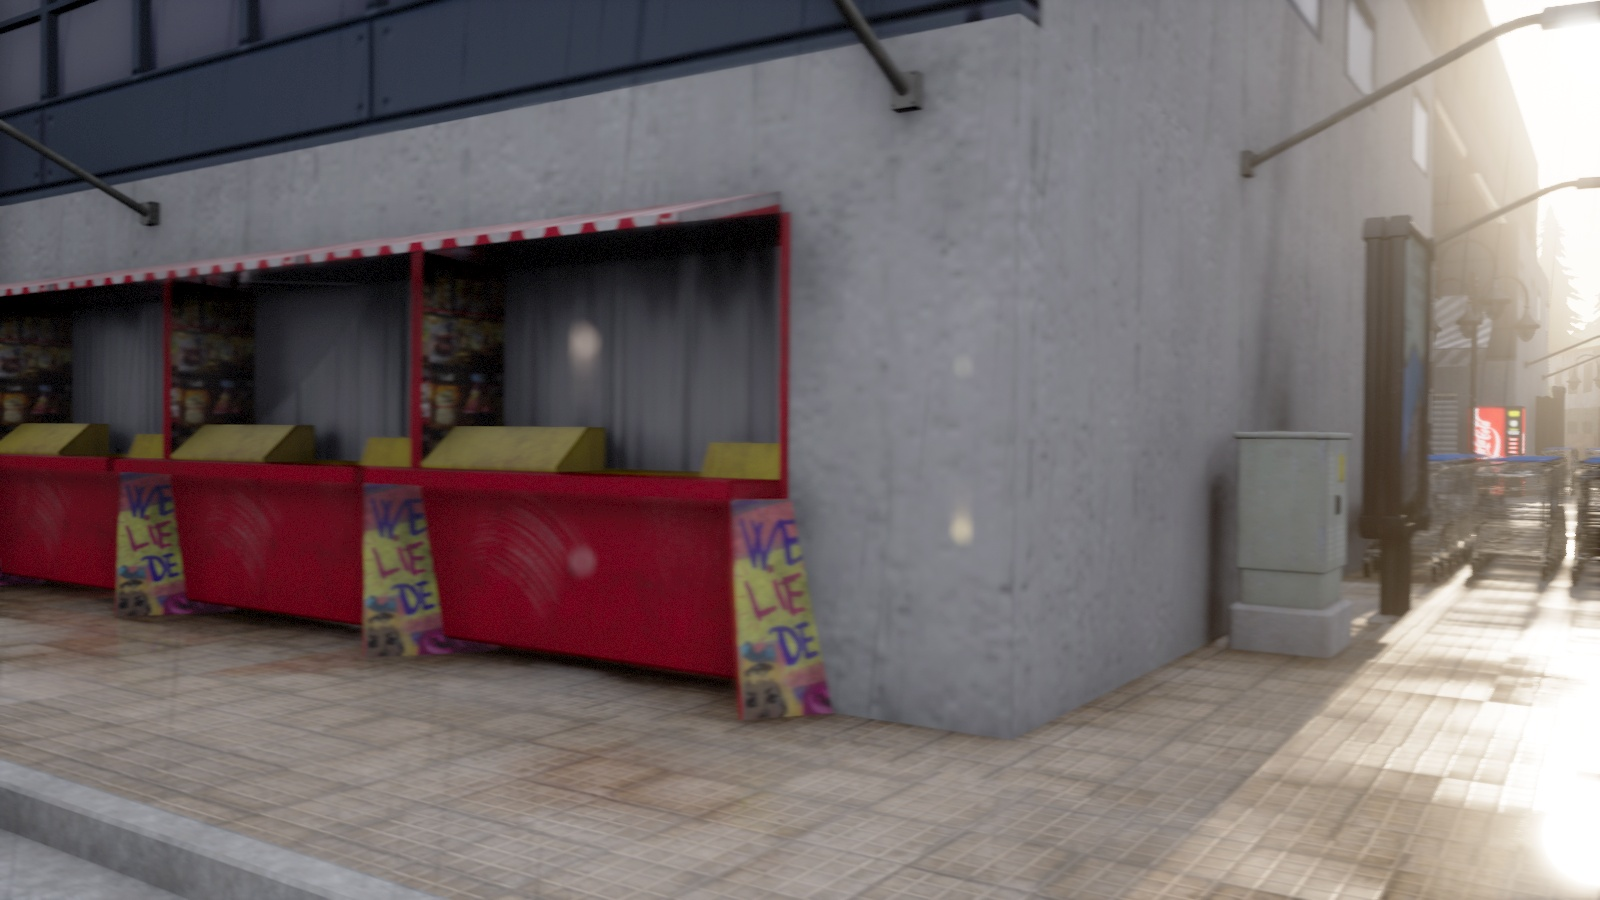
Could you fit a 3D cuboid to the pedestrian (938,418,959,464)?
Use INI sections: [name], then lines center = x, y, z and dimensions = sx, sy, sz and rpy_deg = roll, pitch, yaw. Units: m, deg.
[pedestrian]
center = 6.289, -0.391, 53.124
dimensions = 0.788, 1.949, 0.423
rpy_deg = 0, 1, 35
